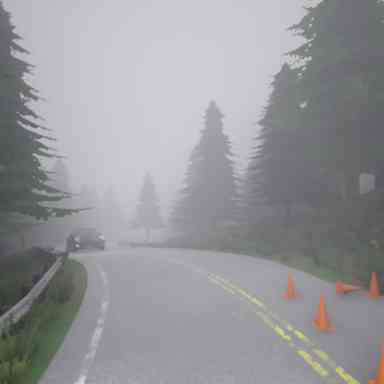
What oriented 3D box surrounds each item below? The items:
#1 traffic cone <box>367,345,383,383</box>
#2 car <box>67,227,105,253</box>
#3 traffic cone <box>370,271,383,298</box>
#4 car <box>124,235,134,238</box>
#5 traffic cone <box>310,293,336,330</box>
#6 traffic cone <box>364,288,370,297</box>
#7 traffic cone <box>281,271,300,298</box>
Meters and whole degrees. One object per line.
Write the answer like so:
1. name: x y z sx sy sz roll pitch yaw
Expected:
1. traffic cone: 2.312 2.031 3.933 0.340 0.580 0.340 0 -2 0
2. car: -7.712 3.354 23.942 2.097 1.767 4.553 1 -8 -28
3. traffic cone: 4.336 2.185 7.917 0.340 0.580 0.340 0 -3 0
4. car: -13.251 9.683 69.958 1.994 1.385 4.181 0 -8 4
5. traffic cone: 2.325 2.103 5.934 0.340 0.580 0.340 0 -2 0
6. traffic cone: 3.803 2.306 7.921 0.580 0.340 0.340 0 -3 0
7. traffic cone: 2.338 2.195 7.932 0.340 0.580 0.340 0 -3 0
